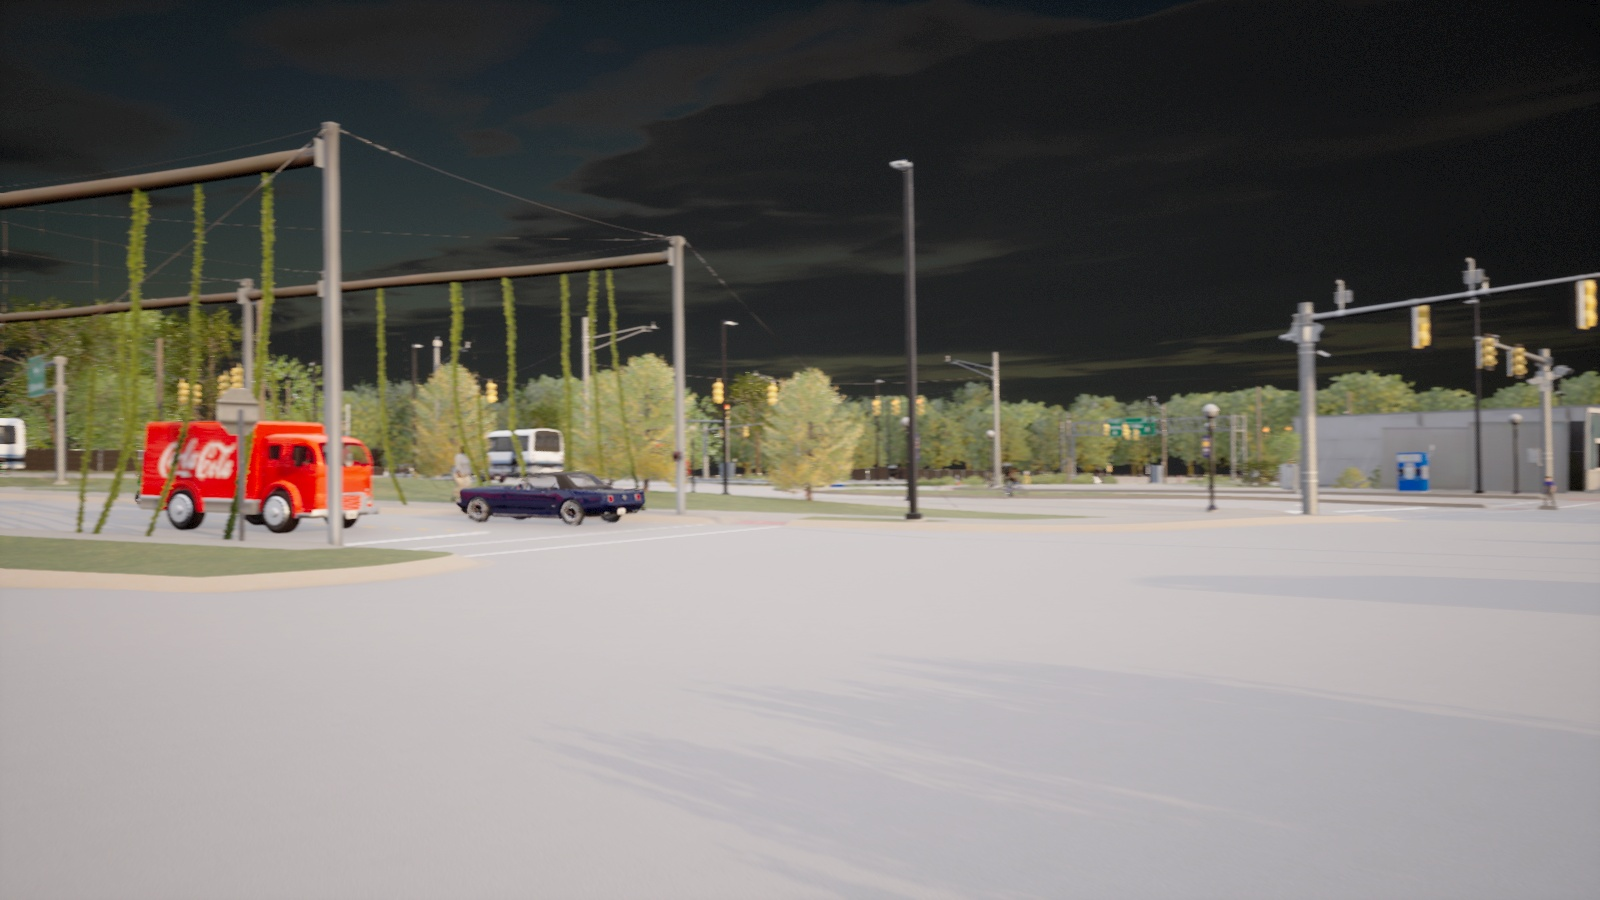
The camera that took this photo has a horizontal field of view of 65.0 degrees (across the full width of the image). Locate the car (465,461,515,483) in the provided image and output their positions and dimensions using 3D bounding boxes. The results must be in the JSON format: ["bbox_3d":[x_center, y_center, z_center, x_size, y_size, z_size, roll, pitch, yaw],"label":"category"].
[{"bbox_3d":[-22.809,1.603,92.288,1.816,1.474,4.193,2,0,-41],"label":"car"}]

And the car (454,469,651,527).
[{"bbox_3d":[-6.295,1.184,31.856,4.718,1.301,1.895,0,0,26],"label":"car"}]

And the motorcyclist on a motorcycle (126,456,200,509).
[{"bbox_3d":[-18.858,0.946,37.186,2.044,1.523,0.797,1,0,22],"label":"motorcyclist on a motorcycle"}]

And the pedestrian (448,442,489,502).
[{"bbox_3d":[-10.433,0.693,39.517,0.900,1.855,0.874,-1,-1,23],"label":"pedestrian"}]

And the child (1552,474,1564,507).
[{"bbox_3d":[29.825,1.592,49.404,0.437,1.263,0.270,0,-1,-39],"label":"child"}]

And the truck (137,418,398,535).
[{"bbox_3d":[-12.213,0.543,28.836,5.204,2.467,2.627,1,0,23],"label":"truck"}]
